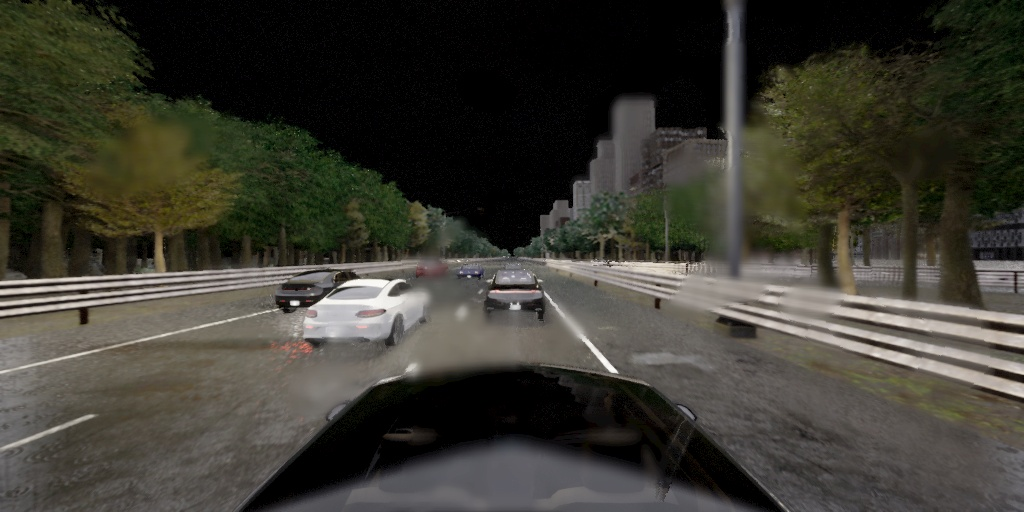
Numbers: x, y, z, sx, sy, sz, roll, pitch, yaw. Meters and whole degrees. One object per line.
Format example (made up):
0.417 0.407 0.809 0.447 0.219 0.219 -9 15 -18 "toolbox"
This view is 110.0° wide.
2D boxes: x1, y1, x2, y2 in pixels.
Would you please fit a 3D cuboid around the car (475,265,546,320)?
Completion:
0.097 1.235 12.568 2.128 1.511 4.902 0 0 0 "car"

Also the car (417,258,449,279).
-6.901 1.085 31.766 2.097 1.767 4.553 0 0 0 "car"

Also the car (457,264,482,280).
-3.397 1.334 30.610 1.895 1.301 4.718 0 0 0 "car"

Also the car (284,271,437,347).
-3.400 1.272 9.177 1.812 1.442 4.674 0 0 0 "car"

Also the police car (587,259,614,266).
12.938 1.243 53.831 1.930 1.638 5.238 0 0 -28 "police car"

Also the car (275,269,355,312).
-6.900 1.248 13.808 1.837 1.490 4.892 0 0 0 "car"
